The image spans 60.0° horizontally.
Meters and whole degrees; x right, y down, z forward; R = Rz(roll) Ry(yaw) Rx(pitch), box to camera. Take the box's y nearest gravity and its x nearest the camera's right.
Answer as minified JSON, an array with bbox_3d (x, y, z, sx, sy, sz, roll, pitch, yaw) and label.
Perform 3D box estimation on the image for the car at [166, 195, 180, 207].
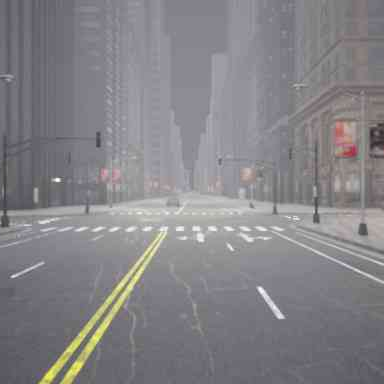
[{"bbox_3d":[-3.257,1.669,58.165,2.150,2.045,5.566,0,2,0],"label":"car"}]
